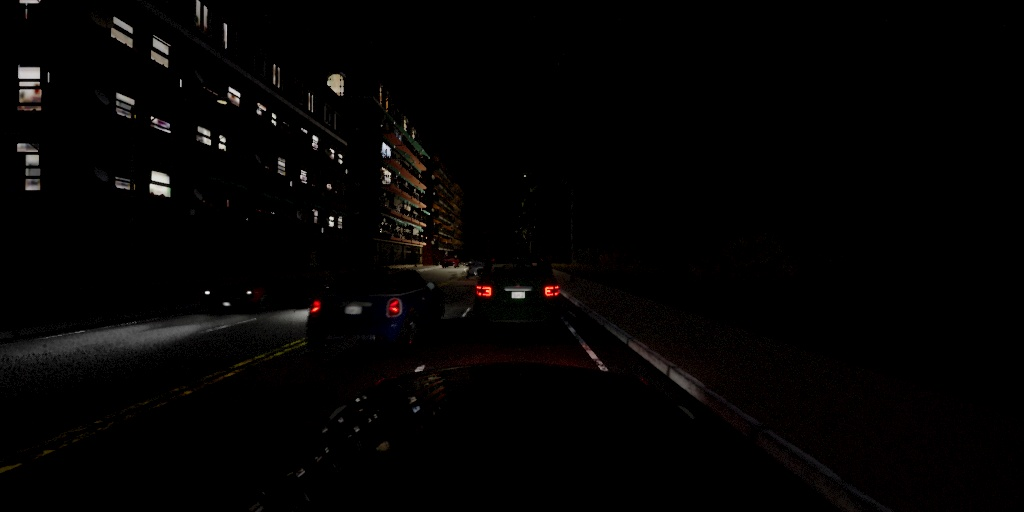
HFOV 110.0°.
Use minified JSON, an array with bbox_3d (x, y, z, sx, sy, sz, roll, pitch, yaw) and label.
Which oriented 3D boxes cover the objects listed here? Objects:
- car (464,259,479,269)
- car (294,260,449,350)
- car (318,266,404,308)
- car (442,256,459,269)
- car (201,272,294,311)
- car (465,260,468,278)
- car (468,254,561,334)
[{"bbox_3d":[-6.568,1.258,58.879,1.837,1.490,4.892,0,0,0],"label":"car"},{"bbox_3d":[-3.152,1.103,9.250,2.097,1.767,4.553,0,0,0],"label":"car"},{"bbox_3d":[-6.599,1.257,16.334,1.837,1.490,4.892,0,0,0],"label":"car"},{"bbox_3d":[-9.823,0.974,57.453,2.150,2.045,5.566,0,0,0],"label":"car"},{"bbox_3d":[-9.847,1.353,14.580,1.895,1.301,4.718,0,0,0],"label":"car"},{"bbox_3d":[-3.138,1.279,33.722,1.812,1.442,4.674,0,0,0],"label":"car"},{"bbox_3d":[0.103,0.973,10.755,2.150,2.045,5.566,0,0,-1],"label":"car"}]
